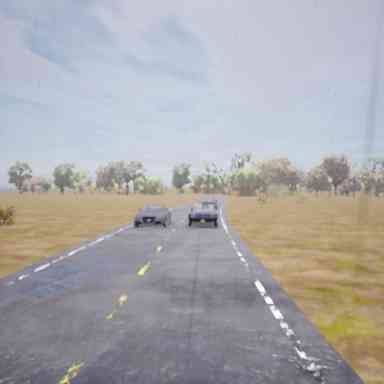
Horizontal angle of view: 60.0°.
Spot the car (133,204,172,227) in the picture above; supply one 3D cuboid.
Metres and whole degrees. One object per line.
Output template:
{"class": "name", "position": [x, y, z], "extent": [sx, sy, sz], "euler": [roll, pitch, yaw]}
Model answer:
{"class": "car", "position": [-2.461, 1.473, 21.656], "extent": [1.994, 1.385, 4.181], "euler": [0, 0, 3]}

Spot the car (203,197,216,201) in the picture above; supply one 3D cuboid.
{"class": "car", "position": [2.199, 1.380, 41.066], "extent": [2.033, 1.411, 5.357], "euler": [0, 0, 6]}

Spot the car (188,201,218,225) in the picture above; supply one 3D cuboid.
{"class": "car", "position": [0.798, 1.508, 22.937], "extent": [1.895, 1.301, 4.718], "euler": [0, 0, 3]}
